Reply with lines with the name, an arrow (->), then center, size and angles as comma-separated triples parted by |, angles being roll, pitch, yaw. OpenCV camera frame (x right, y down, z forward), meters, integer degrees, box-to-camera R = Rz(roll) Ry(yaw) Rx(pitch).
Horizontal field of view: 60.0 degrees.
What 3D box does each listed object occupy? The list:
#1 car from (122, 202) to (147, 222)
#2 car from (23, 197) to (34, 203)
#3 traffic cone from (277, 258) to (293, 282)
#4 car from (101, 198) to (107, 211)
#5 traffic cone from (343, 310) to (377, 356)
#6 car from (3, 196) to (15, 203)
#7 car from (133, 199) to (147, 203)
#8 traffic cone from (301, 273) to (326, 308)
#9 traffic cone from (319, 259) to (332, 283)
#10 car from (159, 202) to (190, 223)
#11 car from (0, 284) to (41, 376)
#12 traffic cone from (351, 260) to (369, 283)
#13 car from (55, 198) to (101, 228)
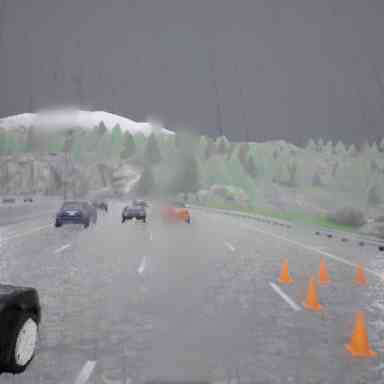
car -> -4.889, 1.778, 27.973 | 1.895, 1.301, 4.718 | 1, -1, -10
car -> -34.750, 1.665, 70.576 | 1.895, 1.301, 4.718 | 1, -1, -29
traffic cone -> 2.501, 2.076, 8.902 | 0.340, 0.580, 0.340 | 1, -1, 0
car -> -12.643, 1.562, 45.127 | 2.097, 1.767, 4.553 | 1, -1, -17
traffic cone -> 2.476, 2.040, 4.903 | 0.340, 0.580, 0.340 | 1, -1, 0
car -> -36.554, 1.472, 66.519 | 1.882, 1.535, 5.008 | 1, -1, -27
car -> -8.890, 1.895, 56.184 | 1.812, 1.442, 4.674 | 2, -1, -21
traffic cone -> 2.488, 2.058, 6.903 | 0.340, 0.580, 0.340 | 1, -1, 0
traffic cone -> 3.501, 2.092, 8.896 | 0.340, 0.580, 0.340 | 1, 0, 0
car -> -1.529, 1.579, 27.584 | 2.097, 1.767, 4.553 | 1, 0, -10
car -> -2.989, 1.455, 2.608 | 1.882, 1.535, 5.008 | 1, 0, -1
traffic cone -> 4.501, 2.108, 8.889 | 0.340, 0.580, 0.340 | 1, 0, 0
car -> -7.923, 1.438, 23.159 | 2.097, 1.767, 4.553 | 1, -1, -8
